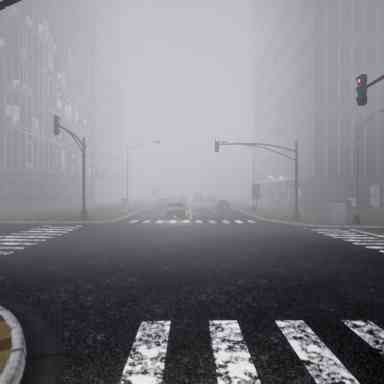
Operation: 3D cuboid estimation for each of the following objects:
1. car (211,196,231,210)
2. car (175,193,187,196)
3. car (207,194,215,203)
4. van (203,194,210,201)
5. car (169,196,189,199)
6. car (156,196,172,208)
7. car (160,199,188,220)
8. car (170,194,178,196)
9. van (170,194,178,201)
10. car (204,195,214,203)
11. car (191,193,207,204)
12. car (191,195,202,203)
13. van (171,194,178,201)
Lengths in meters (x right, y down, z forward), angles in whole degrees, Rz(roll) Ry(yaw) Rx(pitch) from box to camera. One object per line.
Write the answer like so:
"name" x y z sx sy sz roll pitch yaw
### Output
"car" 3.799 1.579 41.815 1.947 1.339 4.313 0 0 0
"car" -1.757 1.346 66.098 2.097 1.767 4.553 0 0 0
"car" 3.588 1.313 63.923 2.192 1.841 5.009 0 0 0
"van" 3.466 1.321 80.506 1.690 1.788 3.998 0 0 0
"car" -1.683 1.613 44.327 1.895 1.301 4.718 0 0 0
"car" -4.171 1.592 47.283 1.802 1.307 4.206 0 0 0
"car" -1.463 1.566 28.946 2.033 1.411 5.357 0 0 -3
"car" -4.292 1.564 63.866 1.947 1.339 4.313 0 0 0
"van" -4.414 1.321 80.448 1.690 1.788 3.998 0 0 0
"car" 3.548 1.432 69.452 1.967 1.590 4.097 0 0 0
"car" 1.131 1.220 62.811 2.150 2.045 5.566 0 0 0
"car" 0.957 1.512 73.157 2.128 1.511 4.902 0 0 0
"van" -4.454 1.315 85.976 1.690 1.788 3.998 0 0 0
